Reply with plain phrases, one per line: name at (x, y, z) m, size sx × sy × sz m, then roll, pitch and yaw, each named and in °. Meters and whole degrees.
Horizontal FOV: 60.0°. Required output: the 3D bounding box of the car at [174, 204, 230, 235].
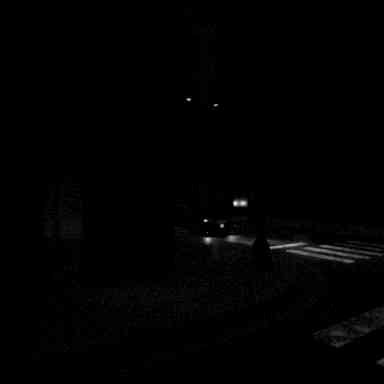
car at (0.037, 1.415, 18.599) m, size 2.128 × 1.511 × 4.902 m, roll 0°, pitch 0°, yaw -37°
